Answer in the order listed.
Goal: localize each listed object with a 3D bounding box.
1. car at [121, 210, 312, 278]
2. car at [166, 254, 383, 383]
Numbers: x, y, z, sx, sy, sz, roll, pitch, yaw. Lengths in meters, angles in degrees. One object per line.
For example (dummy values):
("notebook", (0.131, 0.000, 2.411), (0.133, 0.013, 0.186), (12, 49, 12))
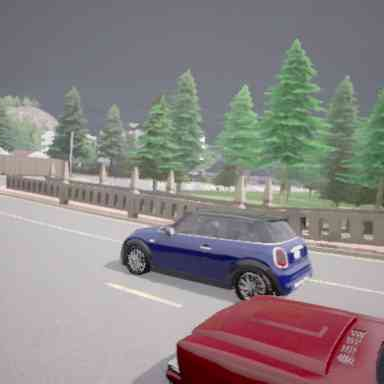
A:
("car", (0.414, 1.199, 7.986), (4.553, 1.767, 2.097), (3, 2, 35))
("car", (2.103, 1.609, 2.493), (4.718, 1.301, 1.895), (2, 1, 35))
